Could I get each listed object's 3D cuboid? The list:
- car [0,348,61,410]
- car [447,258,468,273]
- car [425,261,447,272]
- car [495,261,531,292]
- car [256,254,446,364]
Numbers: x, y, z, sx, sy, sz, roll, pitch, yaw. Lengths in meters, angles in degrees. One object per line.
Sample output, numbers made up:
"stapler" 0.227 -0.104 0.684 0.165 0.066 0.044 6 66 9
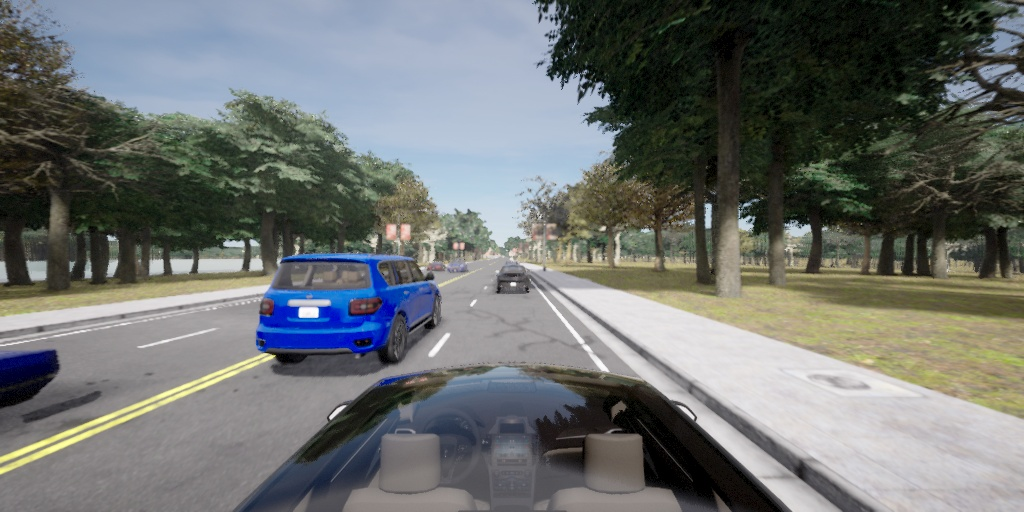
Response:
"car" -6.600 1.351 2.211 1.895 1.301 4.718 0 0 0
"car" -6.764 1.172 44.762 2.097 1.767 4.553 0 0 0
"car" -10.027 1.394 47.713 1.994 1.385 4.181 0 0 0
"car" 0.059 1.270 21.461 1.837 1.490 4.892 0 0 0
"car" -3.154 0.973 8.242 2.150 2.045 5.566 0 0 0
